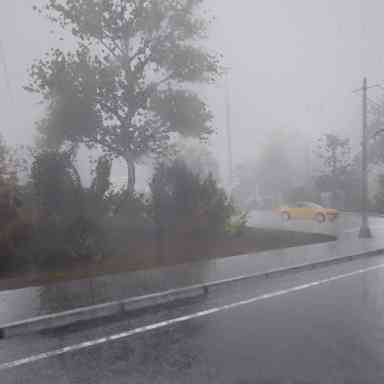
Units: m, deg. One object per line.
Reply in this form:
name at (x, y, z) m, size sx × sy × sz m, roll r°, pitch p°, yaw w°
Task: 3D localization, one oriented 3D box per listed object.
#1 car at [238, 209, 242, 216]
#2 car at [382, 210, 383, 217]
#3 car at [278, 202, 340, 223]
car at (2.991, 1.584, 34.354) m, size 2.097 × 1.767 × 4.553 m, roll 0°, pitch -1°, yaw -43°
car at (18.249, 1.547, 27.038) m, size 1.837 × 1.490 × 4.892 m, roll -5°, pitch 3°, yaw -43°
car at (9.326, 1.566, 26.865) m, size 1.882 × 1.535 × 5.008 m, roll 0°, pitch -1°, yaw -39°
